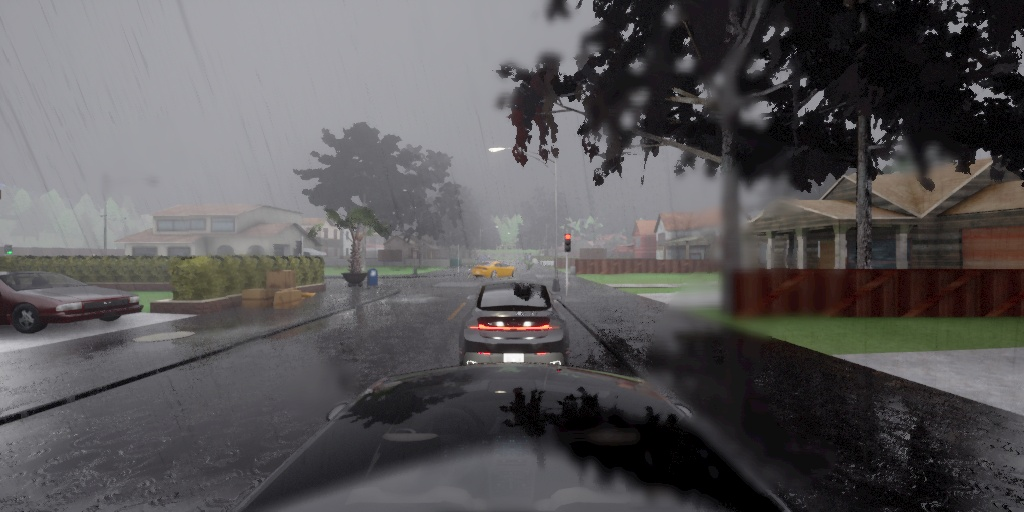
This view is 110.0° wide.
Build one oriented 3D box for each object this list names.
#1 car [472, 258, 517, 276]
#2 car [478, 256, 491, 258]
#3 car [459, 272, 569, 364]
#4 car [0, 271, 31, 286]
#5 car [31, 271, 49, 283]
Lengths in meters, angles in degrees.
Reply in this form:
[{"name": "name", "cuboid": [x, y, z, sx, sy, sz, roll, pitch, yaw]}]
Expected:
[{"name": "car", "cuboid": [-1.486, 1.228, 32.122, 1.882, 1.535, 5.008, 1, 1, 35]}, {"name": "car", "cuboid": [-4.072, 0.971, 52.269, 2.150, 2.045, 5.566, 0, 0, 0]}, {"name": "car", "cuboid": [0.046, 1.255, 7.667, 1.837, 1.490, 4.892, 0, 0, 1]}, {"name": "car", "cuboid": [-39.807, 1.101, 26.807, 4.553, 1.767, 2.097, 0, 0, 1]}, {"name": "car", "cuboid": [-43.858, 1.241, 30.852, 4.902, 1.511, 2.128, 0, 0, 0]}]
